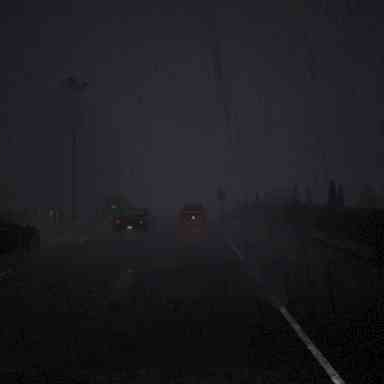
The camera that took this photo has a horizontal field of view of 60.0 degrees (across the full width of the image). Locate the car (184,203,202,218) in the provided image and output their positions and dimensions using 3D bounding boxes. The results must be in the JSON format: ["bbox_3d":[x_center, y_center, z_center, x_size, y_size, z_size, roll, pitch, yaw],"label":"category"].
[{"bbox_3d":[0.103,2.403,41.942,2.097,1.767,4.553,0,-5,0],"label":"car"}]

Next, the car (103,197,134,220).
[{"bbox_3d":[-6.898,1.574,31.992,2.150,2.045,5.566,0,-3,0],"label":"car"}]

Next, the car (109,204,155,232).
[{"bbox_3d":[-3.399,1.667,20.407,1.895,1.301,4.718,0,0,0],"label":"car"}]

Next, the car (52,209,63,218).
[{"bbox_3d":[-21.004,3.235,49.710,2.097,1.767,4.553,0,-7,0],"label":"car"}]

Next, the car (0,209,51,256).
[{"bbox_3d":[-6.899,1.527,11.160,2.128,1.511,4.902,0,0,0],"label":"car"}]

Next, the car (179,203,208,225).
[{"bbox_3d":[0.101,1.622,25.323,1.837,1.490,4.892,0,-2,0],"label":"car"}]
